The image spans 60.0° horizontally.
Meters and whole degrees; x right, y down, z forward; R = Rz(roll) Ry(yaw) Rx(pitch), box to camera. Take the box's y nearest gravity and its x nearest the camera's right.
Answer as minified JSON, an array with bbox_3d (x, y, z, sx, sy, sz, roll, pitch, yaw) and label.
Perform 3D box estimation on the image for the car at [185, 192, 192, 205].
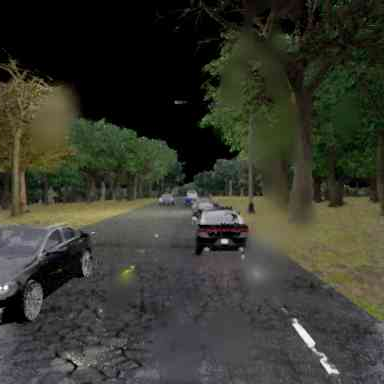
[{"bbox_3d":[0.015,1.131,49.334,1.882,1.535,5.008,0,1,0],"label":"car"}]

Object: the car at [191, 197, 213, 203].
[{"bbox_3d":[1.050,1.353,23.192,1.882,1.535,5.008,0,0,0],"label":"car"}]

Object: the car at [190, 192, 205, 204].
[{"bbox_3d":[1.049,1.184,29.162,2.097,1.767,4.553,0,0,0],"label":"car"}]

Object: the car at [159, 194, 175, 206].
[{"bbox_3d":[-3.581,1.018,48.015,2.097,1.767,4.553,0,1,0],"label":"car"}]

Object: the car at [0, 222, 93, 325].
[{"bbox_3d":[-3.600,1.459,7.163,2.128,1.511,4.902,0,0,0],"label":"car"}]

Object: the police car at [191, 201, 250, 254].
[{"bbox_3d":[1.050,1.362,13.300,1.930,1.638,5.238,0,0,0],"label":"police car"}]
